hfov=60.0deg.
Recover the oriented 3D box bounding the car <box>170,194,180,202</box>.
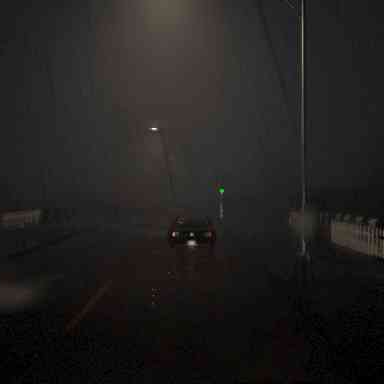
[{"bbox_3d":[-4.000,1.334,78.005,2.097,1.767,4.553,0,0,0],"label":"car"}]

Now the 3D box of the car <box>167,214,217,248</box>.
[{"bbox_3d":[0.000,1.615,14.680,1.895,1.301,4.718,0,0,0],"label":"car"}]
